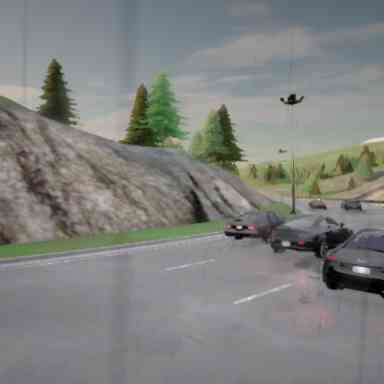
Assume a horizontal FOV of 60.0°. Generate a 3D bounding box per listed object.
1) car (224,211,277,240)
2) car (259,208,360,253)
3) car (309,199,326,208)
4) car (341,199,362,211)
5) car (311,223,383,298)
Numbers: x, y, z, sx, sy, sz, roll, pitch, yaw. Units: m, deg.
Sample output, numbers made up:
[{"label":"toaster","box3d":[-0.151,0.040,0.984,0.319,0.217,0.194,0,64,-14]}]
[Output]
[{"label":"car","box3d":[3.733,1.658,17.061,2.033,1.411,5.357,-1,-1,39]},{"label":"car","box3d":[4.765,1.587,13.011,1.812,1.442,4.674,-1,0,43]},{"label":"car","box3d":[18.419,1.773,48.919,1.994,1.385,4.181,-1,-1,14]},{"label":"car","box3d":[20.338,1.620,42.613,2.128,1.511,4.902,-1,0,16]},{"label":"car","box3d":[4.950,1.581,8.284,4.181,1.385,1.994,0,-1,-44]}]
